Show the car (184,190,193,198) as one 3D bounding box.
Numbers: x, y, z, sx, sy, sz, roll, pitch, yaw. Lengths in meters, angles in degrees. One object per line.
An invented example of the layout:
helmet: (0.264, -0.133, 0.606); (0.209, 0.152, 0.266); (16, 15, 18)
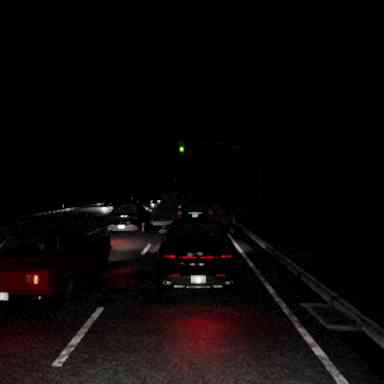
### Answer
car: (-0.830, 0.507, 85.302); (2.097, 1.767, 4.553); (0, 1, -3)

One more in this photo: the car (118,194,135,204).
car: (-10.544, 1.031, 54.231); (1.837, 1.490, 4.892); (0, 1, 0)

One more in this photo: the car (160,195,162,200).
car: (-7.159, 0.957, 67.155); (2.033, 1.411, 5.357); (0, 1, -1)

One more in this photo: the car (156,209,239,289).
car: (0.123, 1.443, 8.994); (1.837, 1.490, 4.892); (0, 1, 0)

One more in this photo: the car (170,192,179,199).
car: (-3.866, 0.854, 75.098); (1.812, 1.442, 4.674); (0, 1, -2)

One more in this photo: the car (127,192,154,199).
car: (-6.995, 1.098, 45.402); (2.128, 1.511, 4.902); (0, 1, 1)

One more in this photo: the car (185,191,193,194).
car: (-0.367, 0.860, 75.188); (1.812, 1.442, 4.674); (0, 1, -2)

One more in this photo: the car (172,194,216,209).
car: (0.297, 1.197, 19.059); (2.097, 1.767, 4.553); (0, 0, 4)

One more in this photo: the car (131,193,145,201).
car: (-10.640, 0.966, 66.087); (2.033, 1.411, 5.357); (0, 1, -1)

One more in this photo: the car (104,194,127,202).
car: (-10.505, 1.212, 44.923); (1.895, 1.301, 4.718); (0, 1, 0)

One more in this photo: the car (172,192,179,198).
car: (-4.327, 0.678, 85.143); (1.812, 1.442, 4.674); (0, 1, -3)

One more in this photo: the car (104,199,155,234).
car: (-3.354, 1.360, 18.230); (1.837, 1.490, 4.892); (0, 1, 0)

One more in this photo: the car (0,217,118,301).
car: (-3.379, 1.546, 8.122); (1.895, 1.301, 4.718); (0, 1, 0)

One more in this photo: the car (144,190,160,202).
car: (-7.050, 0.739, 55.259); (2.150, 2.045, 5.566); (0, 1, 0)
